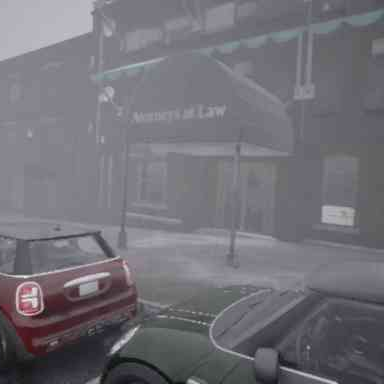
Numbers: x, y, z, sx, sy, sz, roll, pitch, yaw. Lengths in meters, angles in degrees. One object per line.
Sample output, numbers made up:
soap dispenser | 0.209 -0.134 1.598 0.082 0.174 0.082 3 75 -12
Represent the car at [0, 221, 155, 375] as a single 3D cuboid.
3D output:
car | -3.132 1.309 5.757 4.553 1.767 2.185 1 0 35
